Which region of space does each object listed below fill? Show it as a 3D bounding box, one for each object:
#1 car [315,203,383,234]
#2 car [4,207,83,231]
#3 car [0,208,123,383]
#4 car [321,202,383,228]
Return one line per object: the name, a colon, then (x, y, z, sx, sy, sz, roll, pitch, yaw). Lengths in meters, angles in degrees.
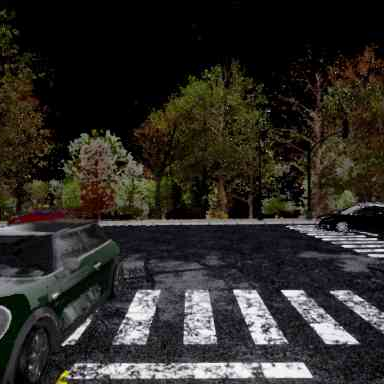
car: (9.233, 1.421, 18.003, 4.892, 1.490, 1.837, -1, -1, 1)
car: (-9.514, 1.717, 21.527, 4.181, 1.385, 1.994, -1, -1, 1)
car: (-2.675, 1.333, 5.305, 2.097, 1.767, 4.553, 0, 1, 5)
car: (11.113, 1.433, 21.228, 4.902, 1.511, 2.128, -1, -1, 1)
